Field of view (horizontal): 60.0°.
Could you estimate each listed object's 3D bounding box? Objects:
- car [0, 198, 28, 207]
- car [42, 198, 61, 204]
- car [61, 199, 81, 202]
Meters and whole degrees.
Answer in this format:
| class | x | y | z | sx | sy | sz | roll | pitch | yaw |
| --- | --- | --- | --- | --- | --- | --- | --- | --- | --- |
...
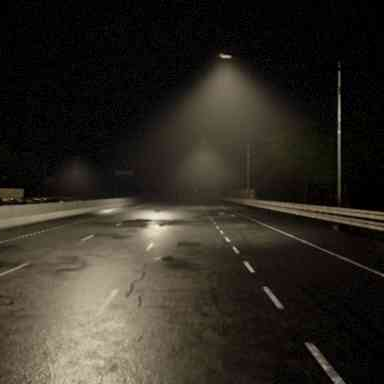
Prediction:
| class | x | y | z | sx | sy | sz | roll | pitch | yaw |
| --- | --- | --- | --- | --- | --- | --- | --- | --- | --- |
| car | -24.696 | 1.715 | 46.412 | 2.128 | 1.511 | 4.902 | 0 | 0 | 0 |
| car | -21.194 | 1.753 | 50.555 | 1.837 | 1.490 | 4.892 | 0 | -1 | 0 |
| car | -17.697 | 1.812 | 50.575 | 1.994 | 1.385 | 4.181 | 0 | 0 | 0 |
